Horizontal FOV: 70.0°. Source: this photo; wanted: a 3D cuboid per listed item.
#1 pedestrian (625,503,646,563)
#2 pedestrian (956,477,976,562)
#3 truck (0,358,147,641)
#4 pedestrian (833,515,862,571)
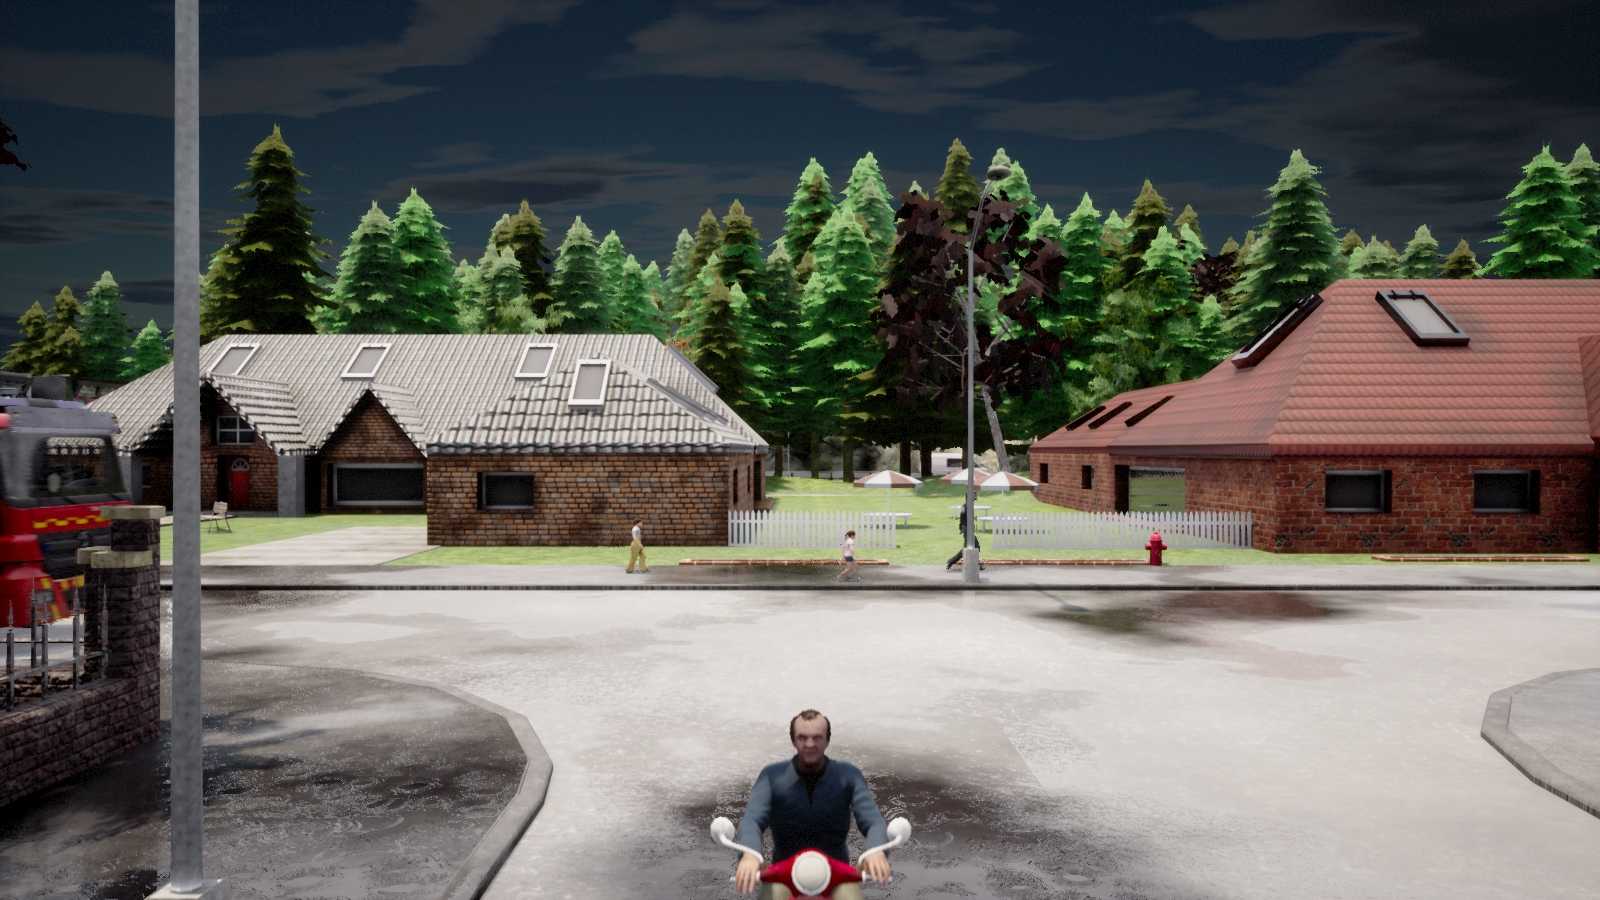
[{"bbox_3d":[-3.586,1.804,24.910,0.375,1.300,0.375,0,0,3],"label":"pedestrian"},{"bbox_3d":[3.657,1.524,25.224,0.375,1.860,0.375,0,0,-3],"label":"pedestrian"},{"bbox_3d":[-14.690,0.671,16.852,8.468,3.827,2.891,0,0,0],"label":"truck"},{"bbox_3d":[0.976,1.905,23.461,0.500,1.100,0.500,0,0,-11],"label":"pedestrian"}]
